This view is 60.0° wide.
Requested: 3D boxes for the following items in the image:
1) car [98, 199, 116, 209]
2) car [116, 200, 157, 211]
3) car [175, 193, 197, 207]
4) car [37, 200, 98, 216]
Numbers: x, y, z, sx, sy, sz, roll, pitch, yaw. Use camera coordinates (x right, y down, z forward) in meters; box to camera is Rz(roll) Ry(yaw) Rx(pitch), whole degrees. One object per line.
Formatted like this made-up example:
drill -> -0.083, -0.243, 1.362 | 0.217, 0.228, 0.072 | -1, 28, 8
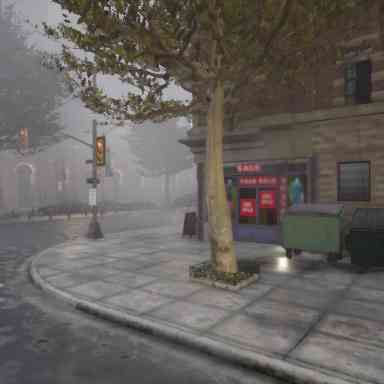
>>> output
car -> -11.998, 1.594, 45.119 | 1.895, 1.301, 4.718 | 0, 0, 36
car -> -6.600, 1.600, 41.234 | 1.895, 1.301, 4.718 | 0, 0, 36
car -> -0.258, 1.220, 49.902 | 2.150, 2.045, 5.566 | 0, 0, 36
car -> -12.499, 1.546, 33.152 | 2.033, 1.411, 5.357 | 0, 0, 36
